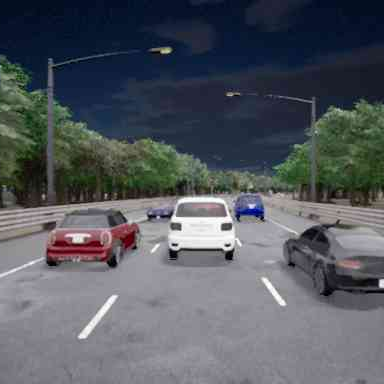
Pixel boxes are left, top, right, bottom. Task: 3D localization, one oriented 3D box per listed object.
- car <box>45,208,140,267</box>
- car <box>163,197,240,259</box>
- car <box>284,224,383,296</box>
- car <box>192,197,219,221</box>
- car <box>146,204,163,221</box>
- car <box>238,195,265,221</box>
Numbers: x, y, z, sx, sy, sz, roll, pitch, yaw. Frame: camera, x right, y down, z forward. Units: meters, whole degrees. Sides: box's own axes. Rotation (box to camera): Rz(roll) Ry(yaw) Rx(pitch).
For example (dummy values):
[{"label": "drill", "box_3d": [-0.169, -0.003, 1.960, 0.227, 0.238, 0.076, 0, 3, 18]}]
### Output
[{"label": "car", "box_3d": [-3.179, 1.362, 11.600, 2.097, 1.767, 4.553, 0, 0, 2]}, {"label": "car", "box_3d": [0.367, 1.230, 12.710, 2.150, 2.045, 5.566, 0, 0, 2]}, {"label": "car", "box_3d": [3.713, 1.534, 8.491, 1.812, 1.442, 4.674, 0, 0, 2]}, {"label": "car", "box_3d": [1.240, 1.377, 28.548, 2.097, 1.767, 4.553, 0, 0, 4]}, {"label": "car", "box_3d": [-2.365, 1.621, 27.340, 1.895, 1.301, 4.718, 0, 0, 4]}, {"label": "car", "box_3d": [4.675, 1.247, 27.661, 2.150, 2.045, 5.566, 0, 0, 4]}]
